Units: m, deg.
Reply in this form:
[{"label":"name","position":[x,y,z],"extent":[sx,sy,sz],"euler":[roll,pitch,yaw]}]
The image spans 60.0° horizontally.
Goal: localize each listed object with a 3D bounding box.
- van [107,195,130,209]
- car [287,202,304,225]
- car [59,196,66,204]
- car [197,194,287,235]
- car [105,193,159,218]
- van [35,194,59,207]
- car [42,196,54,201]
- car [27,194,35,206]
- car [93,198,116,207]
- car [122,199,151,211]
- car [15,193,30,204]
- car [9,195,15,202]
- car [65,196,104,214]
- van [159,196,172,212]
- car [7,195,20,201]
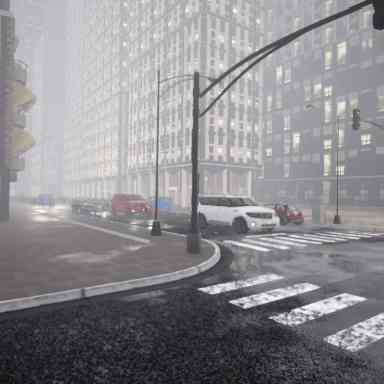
[{"label":"van","position":[-10.387,1.367,47.019],"extent":[1.690,1.788,3.998],"euler":[1,-1,-35]},{"label":"car","position":[5.869,1.505,23.923],"extent":[1.967,1.590,4.097],"euler":[1,-1,-35]},{"label":"car","position":[-23.978,1.433,61.818],"extent":[1.882,1.535,5.008],"euler":[1,-1,-35]},{"label":"car","position":[2.301,1.176,18.935],"extent":[2.150,2.045,5.566],"euler":[1,-1,-35]},{"label":"car","position":[-5.550,1.157,30.095],"extent":[2.150,2.045,5.566],"euler":[1,-1,-35]},{"label":"van","position":[-20.491,1.196,46.814],"extent":[1.690,1.788,3.998],"euler":[1,-1,-35]},{"label":"car","position":[-36.405,1.569,83.966],"extent":[1.802,1.307,4.206],"euler":[1,-1,-35]},{"label":"car","position":[-23.746,1.431,51.430],"extent":[1.802,1.307,4.206],"euler":[1,-1,-35]},{"label":"car","position":[-13.643,1.586,51.635],"extent":[1.947,1.339,4.313],"euler":[1,-1,-35]},{"label":"car","position":[-7.140,1.584,42.397],"extent":[2.008,1.369,4.403],"euler":[1,-1,-35]},{"label":"car","position":[-30.245,1.154,60.671],"extent":[2.192,1.841,5.009],"euler":[1,-1,-35]},{"label":"car","position":[-36.752,1.396,69.906],"extent":[1.947,1.339,4.313],"euler":[1,-1,-35]},{"label":"car","position":[-10.740,1.426,32.955],"extent":[2.008,1.369,4.403],"euler":[1,-1,-35]},{"label":"van","position":[-3.885,1.381,37.781],"extent":[1.690,1.788,3.998],"euler":[1,-1,-35]},{"label":"car","position":[-40.003,1.377,74.525],"extent":[2.008,1.369,4.403],"euler":[1,-1,-35]}]
